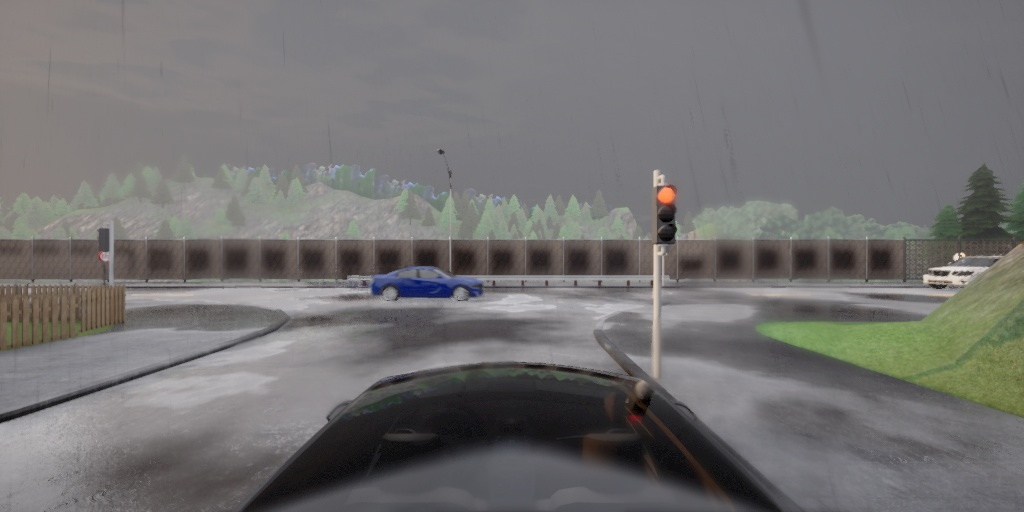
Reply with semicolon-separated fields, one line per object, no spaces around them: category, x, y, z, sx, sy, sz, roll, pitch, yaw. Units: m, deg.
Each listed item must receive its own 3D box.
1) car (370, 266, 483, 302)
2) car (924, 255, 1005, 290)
car;-3.803;1.227;16.306;5.008;1.535;1.882;0;0;0
car;27.066;0.970;20.401;5.566;2.045;2.150;0;0;0
